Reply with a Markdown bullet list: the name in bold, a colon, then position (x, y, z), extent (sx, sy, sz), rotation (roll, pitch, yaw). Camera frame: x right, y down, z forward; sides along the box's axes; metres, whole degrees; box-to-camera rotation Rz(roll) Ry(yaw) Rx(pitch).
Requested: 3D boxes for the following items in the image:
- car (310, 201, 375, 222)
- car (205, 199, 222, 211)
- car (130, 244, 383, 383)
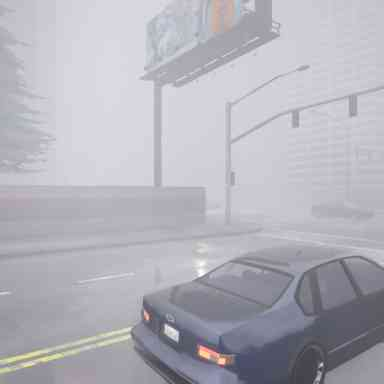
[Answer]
- **car**: position (12.042, 1.477, 26.896), extent (1.882, 1.535, 5.008), rotation (0, 0, -35)
- **car**: position (1.468, 1.548, 41.944), extent (2.033, 1.411, 5.357), rotation (0, 0, -35)
- **car**: position (1.796, 1.547, 5.044), extent (5.357, 1.411, 2.033), rotation (0, 0, -37)
